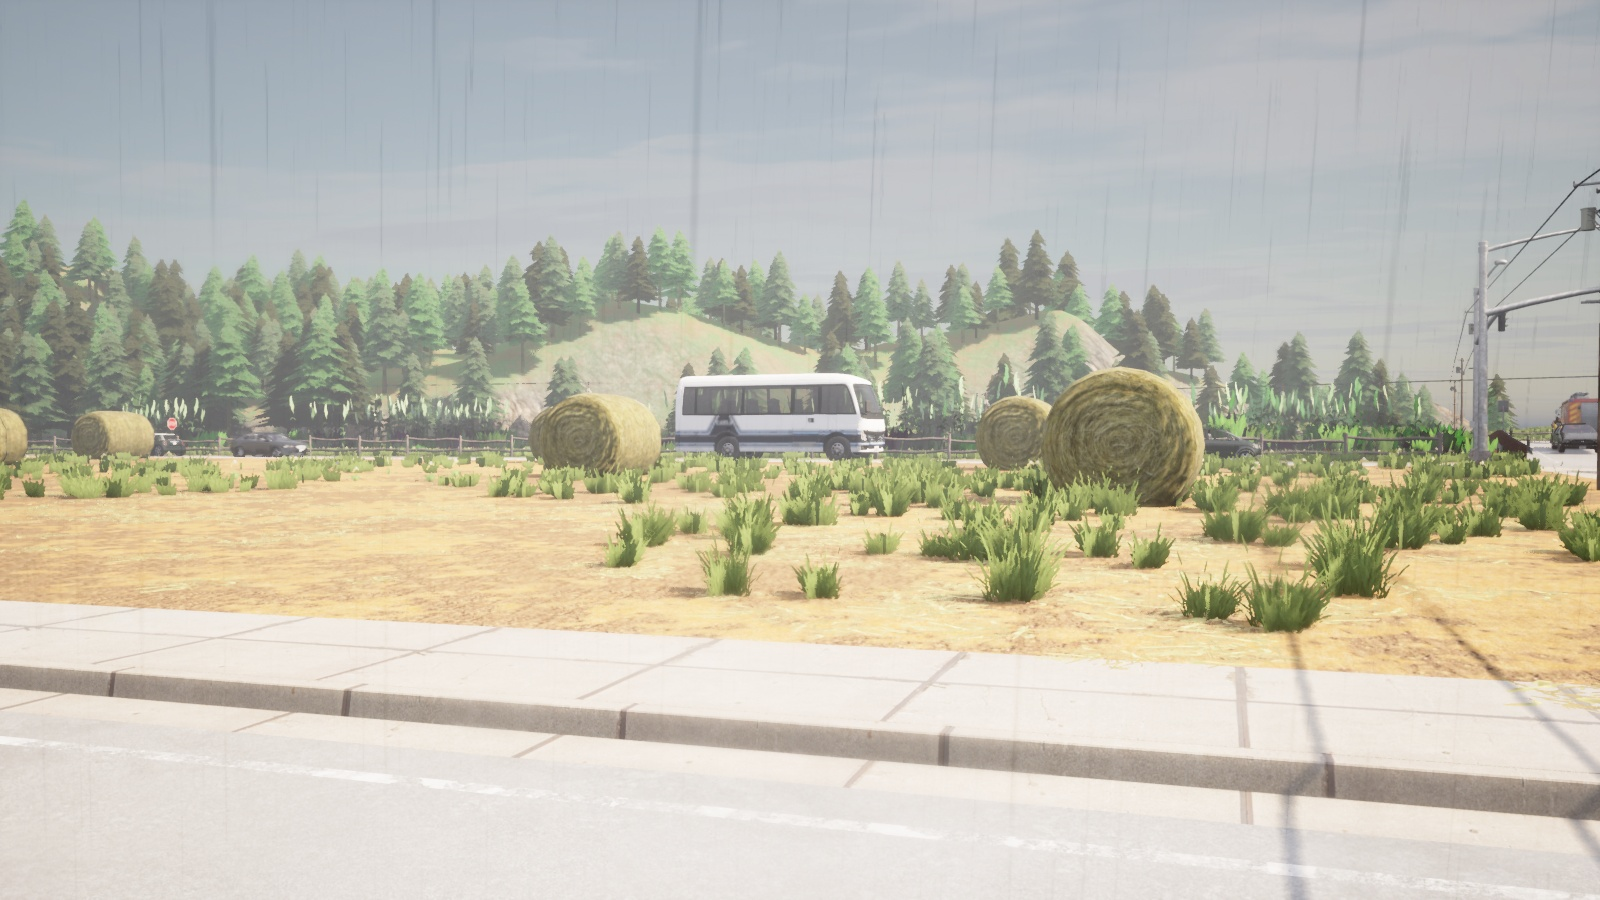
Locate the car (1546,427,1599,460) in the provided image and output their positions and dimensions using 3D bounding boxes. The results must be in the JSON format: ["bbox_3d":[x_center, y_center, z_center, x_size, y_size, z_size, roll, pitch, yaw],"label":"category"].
[{"bbox_3d":[39.484,-0.369,63.938,2.033,1.411,5.357,1,4,25],"label":"car"}]

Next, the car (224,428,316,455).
[{"bbox_3d":[-30.868,-0.512,73.114,4.902,1.511,2.128,1,1,22],"label":"car"}]

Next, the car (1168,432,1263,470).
[{"bbox_3d":[17.590,0.013,53.122,3.705,1.549,1.789,1,1,23],"label":"car"}]

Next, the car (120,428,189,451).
[{"bbox_3d":[-41.864,-0.677,81.438,3.806,1.475,1.970,1,1,22],"label":"car"}]

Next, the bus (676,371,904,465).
[{"bbox_3d":[-0.484,-1.530,60.558,10.273,4.253,3.944,1,1,22],"label":"bus"}]
